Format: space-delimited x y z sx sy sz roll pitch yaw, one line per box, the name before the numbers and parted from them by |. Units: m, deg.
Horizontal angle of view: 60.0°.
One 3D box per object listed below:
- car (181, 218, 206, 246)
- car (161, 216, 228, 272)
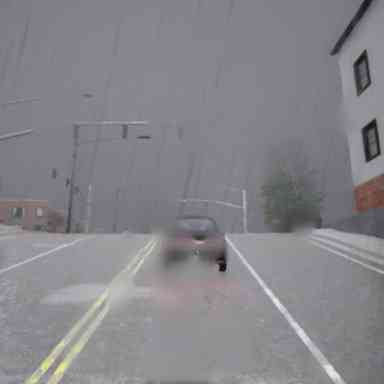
car | 0.099 3.902 31.656 2.150 2.045 5.566 0 -13 0
car | 0.089 1.532 10.946 2.128 1.511 4.902 1 -1 0
